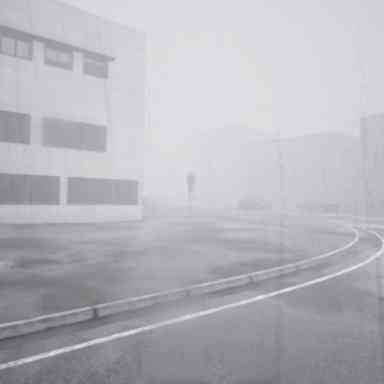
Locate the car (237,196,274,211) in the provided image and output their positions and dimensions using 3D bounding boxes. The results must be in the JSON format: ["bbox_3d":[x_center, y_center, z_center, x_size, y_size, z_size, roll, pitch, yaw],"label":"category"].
[{"bbox_3d":[7.394,1.292,39.043,2.097,1.767,4.553,2,0,-34],"label":"car"}]

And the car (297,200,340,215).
[{"bbox_3d":[13.565,1.573,36.039,1.882,1.535,5.008,2,-1,-25],"label":"car"}]
